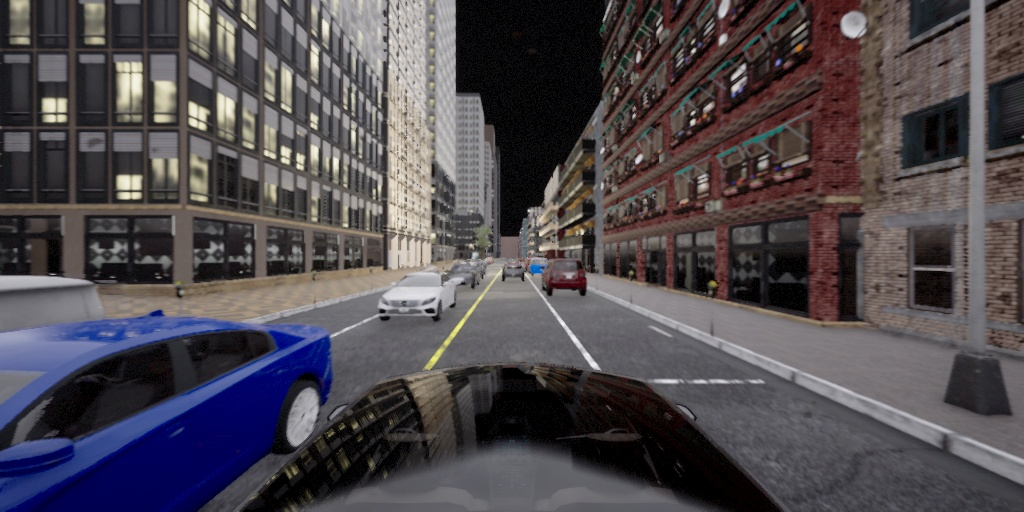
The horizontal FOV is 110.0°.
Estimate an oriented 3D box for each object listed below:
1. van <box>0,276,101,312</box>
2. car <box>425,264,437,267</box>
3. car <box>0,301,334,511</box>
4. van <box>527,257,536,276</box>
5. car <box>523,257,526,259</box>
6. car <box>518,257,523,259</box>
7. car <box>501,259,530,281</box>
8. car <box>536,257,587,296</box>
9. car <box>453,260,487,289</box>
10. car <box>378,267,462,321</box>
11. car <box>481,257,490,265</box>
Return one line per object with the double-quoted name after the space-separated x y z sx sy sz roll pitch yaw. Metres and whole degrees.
-5.690 1.090 2.630 1.690 1.789 3.998 0 0 0 "van"
-5.688 1.275 24.664 1.751 1.417 4.829 0 0 0 "car"
-3.088 1.227 2.280 1.882 1.535 5.008 0 0 0 "car"
2.694 1.094 35.936 1.690 1.789 3.998 0 0 0 "van"
2.695 1.071 47.037 2.192 1.841 5.009 0 0 0 "car"
0.053 1.107 46.478 2.097 1.767 4.553 0 0 1 "car"
0.103 1.244 29.972 2.128 1.511 4.902 0 0 0 "car"
2.692 1.066 19.283 2.192 1.841 5.009 0 0 0 "car"
-3.067 1.241 22.950 2.128 1.511 4.902 0 0 1 "car"
-3.082 1.275 12.578 1.812 1.442 4.674 0 0 0 "car"
-2.997 1.021 27.683 1.994 1.385 4.181 0 0 0 "car"
